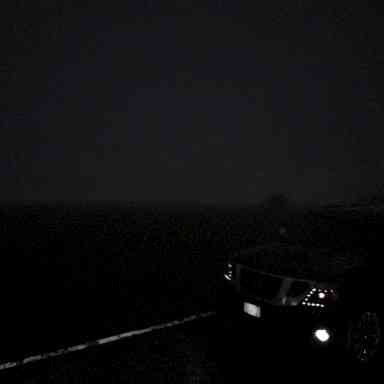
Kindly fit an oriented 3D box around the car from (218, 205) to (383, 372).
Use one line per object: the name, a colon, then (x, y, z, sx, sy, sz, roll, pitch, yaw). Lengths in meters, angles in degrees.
car: (3.083, 1.287, 6.113, 5.566, 2.045, 2.150, 1, -1, -35)
